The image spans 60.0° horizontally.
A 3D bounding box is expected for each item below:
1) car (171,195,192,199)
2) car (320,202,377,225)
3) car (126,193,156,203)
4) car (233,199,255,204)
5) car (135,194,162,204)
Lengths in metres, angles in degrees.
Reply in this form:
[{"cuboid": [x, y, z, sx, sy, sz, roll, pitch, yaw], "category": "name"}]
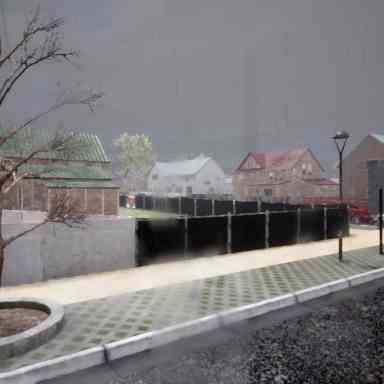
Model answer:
[{"cuboid": [-1.071, 1.182, 39.444, 1.837, 1.490, 4.892, 0, 0, -34], "category": "car"}, {"cuboid": [10.232, 1.410, 22.731, 1.812, 1.442, 4.674, 0, 1, -32], "category": "car"}, {"cuboid": [-7.550, 0.908, 49.038, 2.097, 1.767, 4.553, 0, 0, -34], "category": "car"}, {"cuboid": [4.804, 1.333, 30.811, 2.033, 1.411, 5.357, 0, 1, -34], "category": "car"}, {"cuboid": [-7.089, 1.061, 53.497, 2.033, 1.411, 5.357, 0, 1, -35], "category": "car"}]
